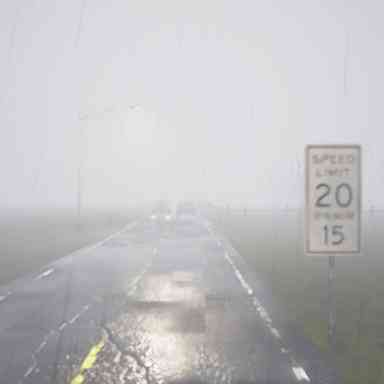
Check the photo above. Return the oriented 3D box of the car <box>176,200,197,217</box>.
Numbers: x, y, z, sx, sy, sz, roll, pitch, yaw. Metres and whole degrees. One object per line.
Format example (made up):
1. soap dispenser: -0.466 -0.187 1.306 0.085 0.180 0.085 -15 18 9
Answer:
1. car: -0.634 1.677 35.301 2.097 1.767 4.553 0 -1 -2

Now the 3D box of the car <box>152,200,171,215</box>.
1. car: -3.540 1.719 39.432 2.097 1.767 4.553 0 -1 -2

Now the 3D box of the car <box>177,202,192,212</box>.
1. car: -1.115 2.044 47.105 1.895 1.301 4.718 0 -1 -3
